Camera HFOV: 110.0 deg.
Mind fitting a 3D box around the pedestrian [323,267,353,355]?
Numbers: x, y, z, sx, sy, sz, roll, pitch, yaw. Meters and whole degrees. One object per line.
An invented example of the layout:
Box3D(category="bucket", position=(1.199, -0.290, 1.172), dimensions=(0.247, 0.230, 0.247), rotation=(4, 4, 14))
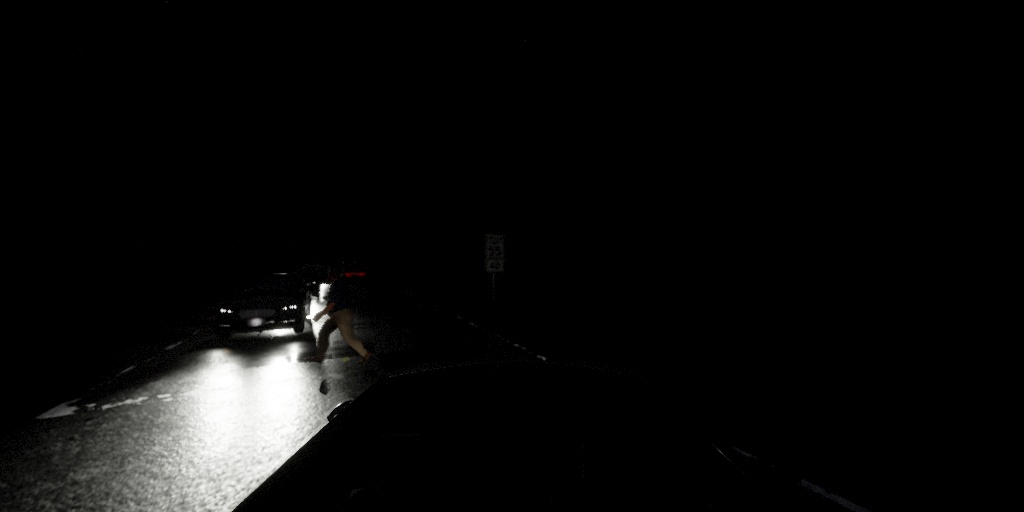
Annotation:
Box3D(category="pedestrian", position=(-3.166, 1.077, 6.517), dimensions=(0.375, 1.860, 0.375), rotation=(-1, 1, -26))

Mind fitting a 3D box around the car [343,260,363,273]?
Box3D(category="car", position=(-19.609, 1.233, 44.449), dimensions=(1.882, 1.535, 5.008), rotation=(0, 0, -26))

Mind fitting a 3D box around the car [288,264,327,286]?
Box3D(category="car", position=(-11.236, 1.307, 19.092), dimensions=(2.128, 1.511, 4.902), rotation=(0, 0, -26))

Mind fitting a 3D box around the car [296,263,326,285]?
Box3D(category="car", position=(-15.778, 1.328, 28.318), dimensions=(1.812, 1.442, 4.674), rotation=(0, 0, -26))

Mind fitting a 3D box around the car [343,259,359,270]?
Box3D(category="car", position=(-24.156, 1.243, 53.684), dimensions=(2.033, 1.411, 5.357), rotation=(0, 0, -26))

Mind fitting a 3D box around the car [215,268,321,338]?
Box3D(category="car", position=(-7.042, 1.291, 10.568), dimensions=(2.128, 1.511, 4.902), rotation=(0, 0, -26))
